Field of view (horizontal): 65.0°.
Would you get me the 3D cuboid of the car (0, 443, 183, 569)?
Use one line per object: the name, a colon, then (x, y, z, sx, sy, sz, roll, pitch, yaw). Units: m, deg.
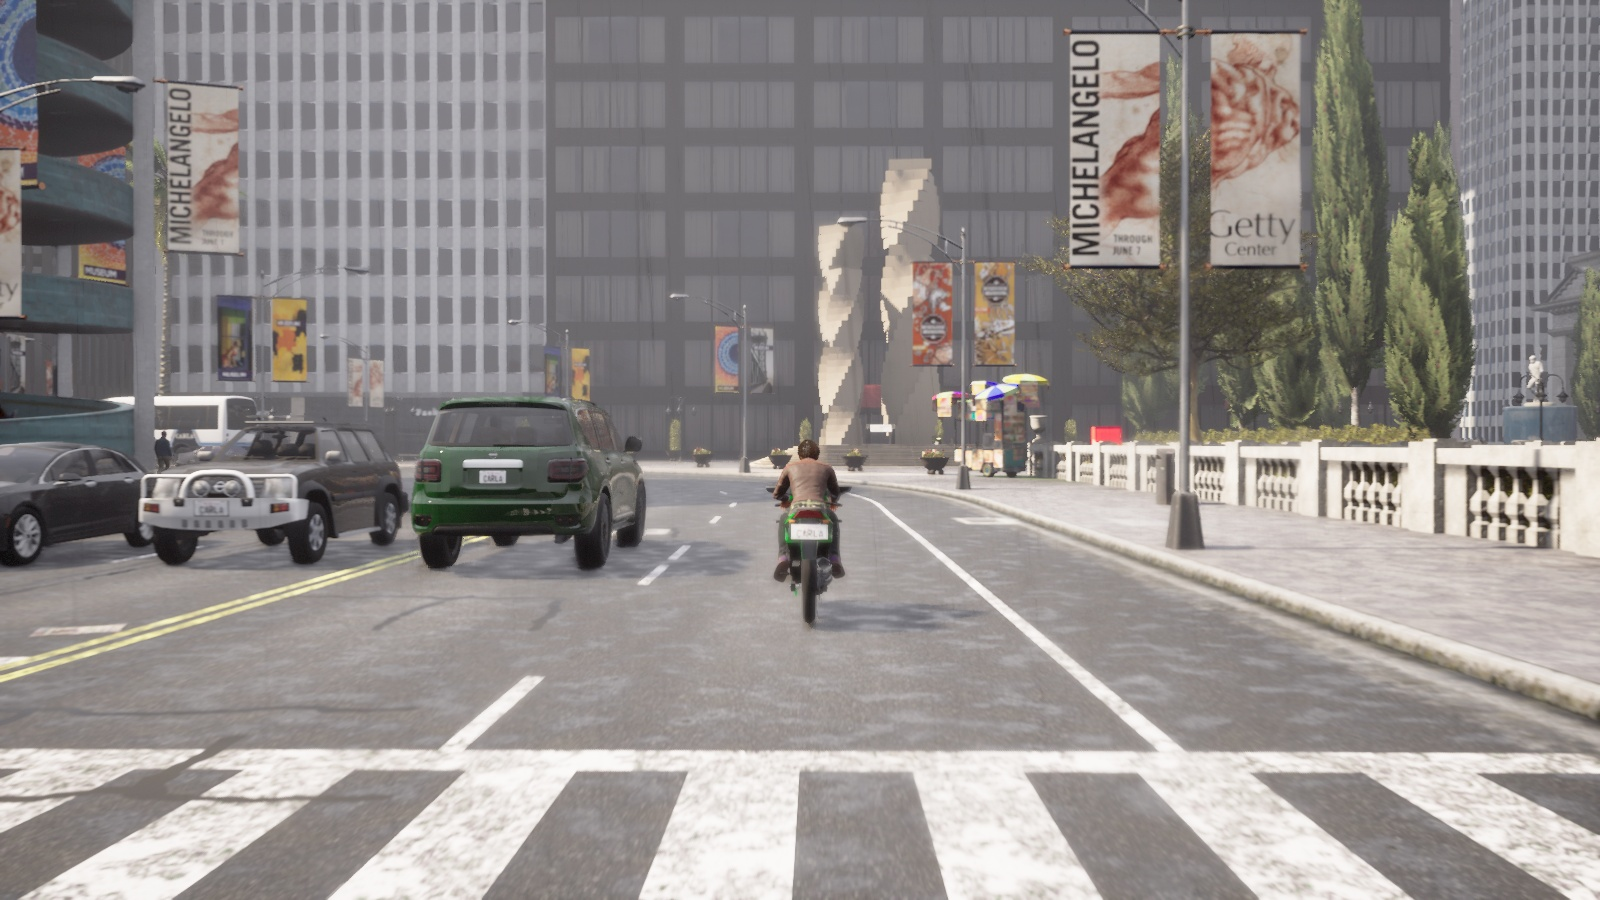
car: (-10.398, 0.648, 16.836, 1.837, 1.490, 4.892, 0, 0, 0)

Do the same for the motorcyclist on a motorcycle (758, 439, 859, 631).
motorcyclist on a motorcycle: (0.076, 0.667, 10.960, 0.797, 1.523, 2.044, 0, 0, 0)

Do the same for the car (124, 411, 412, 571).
car: (-6.898, 0.462, 16.901, 1.932, 1.855, 4.605, 0, 0, 0)

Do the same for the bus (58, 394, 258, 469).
bus: (-37.758, -1.077, 73.993, 10.273, 4.253, 3.944, 0, 0, 12)

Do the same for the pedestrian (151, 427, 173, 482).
pedestrian: (-21.418, 0.149, 42.156, 0.402, 1.842, 0.726, 0, 0, -4)

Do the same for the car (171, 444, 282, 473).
car: (-29.355, 0.409, 64.289, 5.357, 1.411, 2.033, 0, 0, 22)

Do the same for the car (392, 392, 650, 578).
car: (-3.397, 0.369, 16.589, 2.150, 2.045, 5.566, 0, 0, 0)
